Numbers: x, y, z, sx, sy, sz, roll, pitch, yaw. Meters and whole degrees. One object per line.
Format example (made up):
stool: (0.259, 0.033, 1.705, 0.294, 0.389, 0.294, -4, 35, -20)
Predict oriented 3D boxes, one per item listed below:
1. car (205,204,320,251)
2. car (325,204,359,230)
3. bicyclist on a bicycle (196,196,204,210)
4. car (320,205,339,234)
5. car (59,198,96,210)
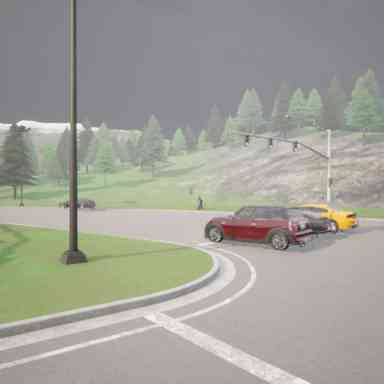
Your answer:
car: (2.715, 1.348, 14.311, 4.553, 1.767, 2.097, 0, 0, 41)
car: (7.109, 1.473, 19.774, 5.008, 1.535, 1.882, 0, 0, 41)
bicyclist on a bicycle: (0.900, 1.296, 38.405, 0.582, 1.620, 1.656, 0, 0, 34)
car: (4.742, 1.522, 17.177, 4.674, 1.442, 1.812, 0, 0, 41)
car: (-14.514, 1.488, 41.935, 4.902, 1.511, 2.128, 0, 0, 20)
